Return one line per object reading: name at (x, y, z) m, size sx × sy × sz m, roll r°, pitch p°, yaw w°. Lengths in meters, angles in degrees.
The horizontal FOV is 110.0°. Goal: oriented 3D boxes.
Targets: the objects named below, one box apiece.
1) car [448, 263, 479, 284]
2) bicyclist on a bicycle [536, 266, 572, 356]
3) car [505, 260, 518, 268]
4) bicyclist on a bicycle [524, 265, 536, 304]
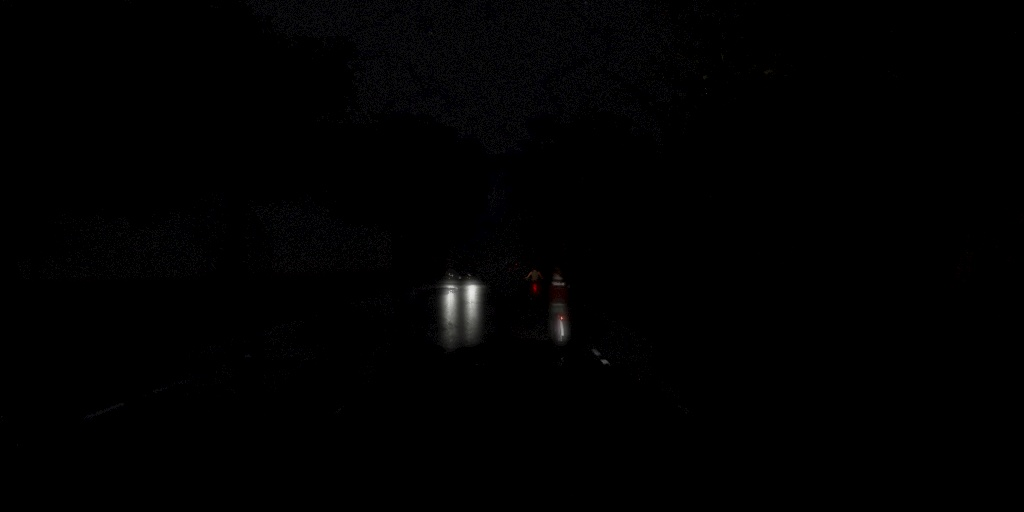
car at (-3.603, 1.274, 27.140) m, size 1.837 × 1.490 × 4.892 m, roll 0°, pitch 0°, yaw 0°
bicyclist on a bicycle at (0.962, 1.121, 7.724) m, size 0.659 × 1.776 × 1.843 m, roll 0°, pitch 0°, yaw 0°
car at (0.094, 1.459, 64.553) m, size 1.895 × 1.301 × 4.718 m, roll 0°, pitch 0°, yaw 0°
bicyclist on a bicycle at (0.963, 1.192, 15.244) m, size 0.866 × 1.612 × 1.509 m, roll 0°, pitch -1°, yaw 0°
